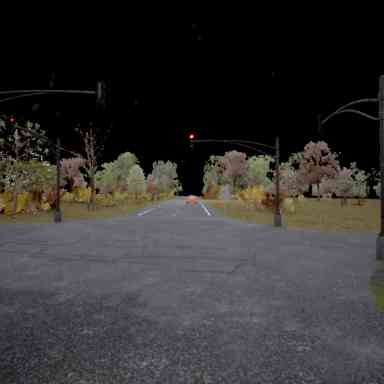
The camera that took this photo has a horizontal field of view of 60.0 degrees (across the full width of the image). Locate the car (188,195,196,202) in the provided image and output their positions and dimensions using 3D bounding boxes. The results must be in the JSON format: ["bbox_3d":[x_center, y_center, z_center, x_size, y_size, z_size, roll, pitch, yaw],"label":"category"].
[{"bbox_3d":[0.022,1.449,78.014,1.812,1.442,4.674,0,0,0],"label":"car"}]

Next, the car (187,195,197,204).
[{"bbox_3d":[0.019,1.424,67.978,2.097,1.767,4.553,0,0,0],"label":"car"}]
